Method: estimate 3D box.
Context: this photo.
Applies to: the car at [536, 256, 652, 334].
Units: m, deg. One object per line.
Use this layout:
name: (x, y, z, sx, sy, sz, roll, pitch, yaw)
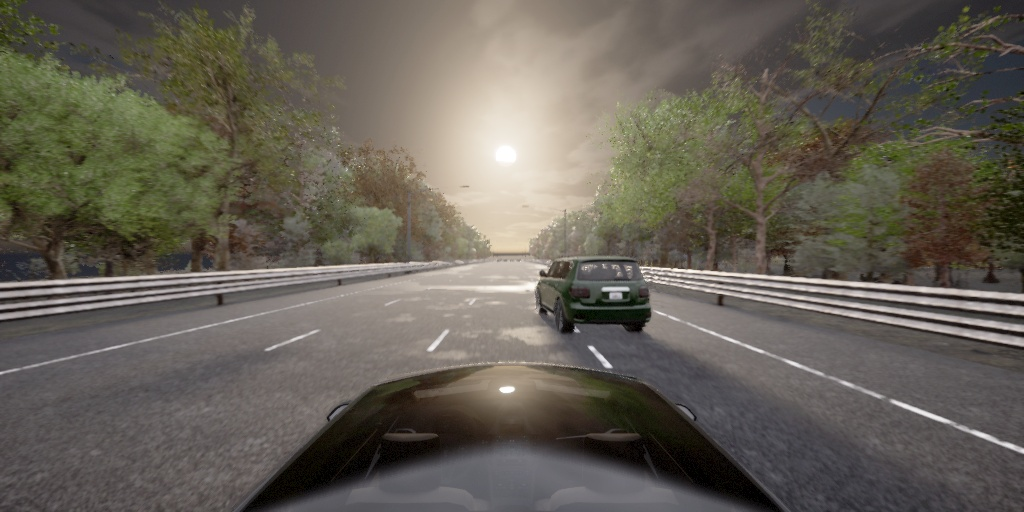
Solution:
car: (2.153, 1.030, 10.936, 2.150, 2.045, 5.566, 0, 0, -5)
